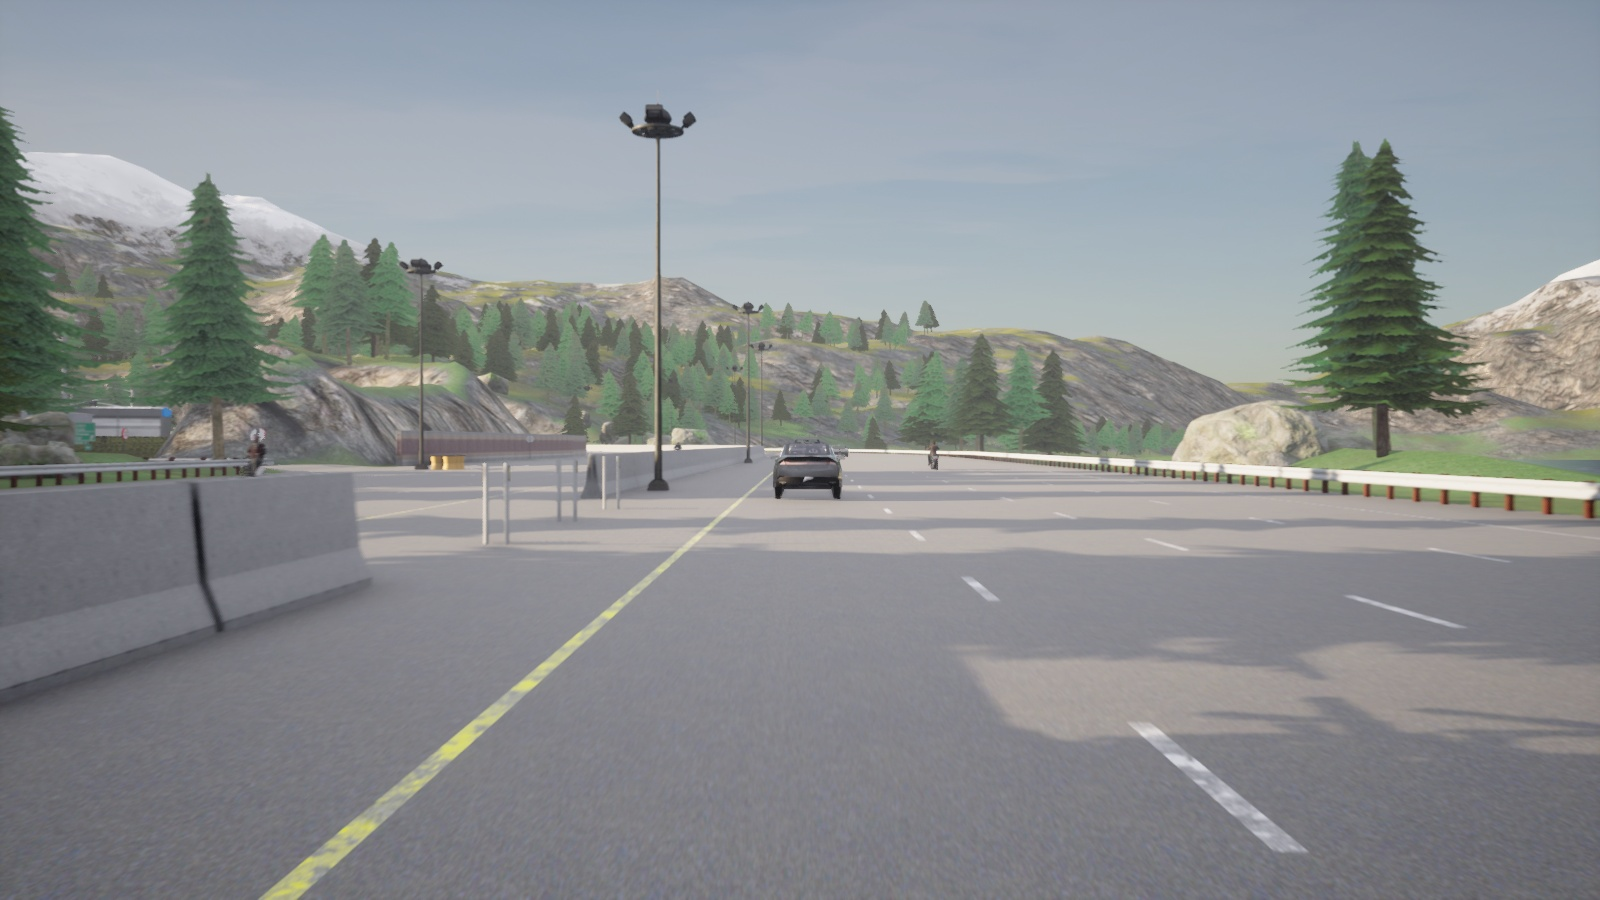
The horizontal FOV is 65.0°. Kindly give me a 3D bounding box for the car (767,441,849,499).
[{"bbox_3d":[0.214,0.503,35.122,2.128,1.511,4.902,0,0,0],"label":"car"}]

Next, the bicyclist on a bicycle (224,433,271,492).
[{"bbox_3d":[-17.259,0.380,39.251,0.659,1.776,1.843,0,0,0],"label":"bicyclist on a bicycle"}]

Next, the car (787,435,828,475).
[{"bbox_3d":[0.358,0.219,60.726,1.932,1.855,4.605,0,0,0],"label":"car"}]
